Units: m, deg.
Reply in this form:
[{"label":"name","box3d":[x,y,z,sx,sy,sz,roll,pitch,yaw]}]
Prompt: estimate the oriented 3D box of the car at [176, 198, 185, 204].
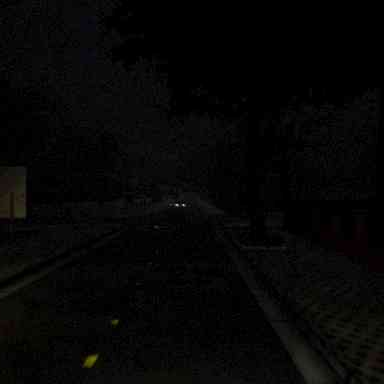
[{"label":"car","box3d":[-2.779,2.120,79.616,1.882,1.535,5.008,0,0,0]}]
